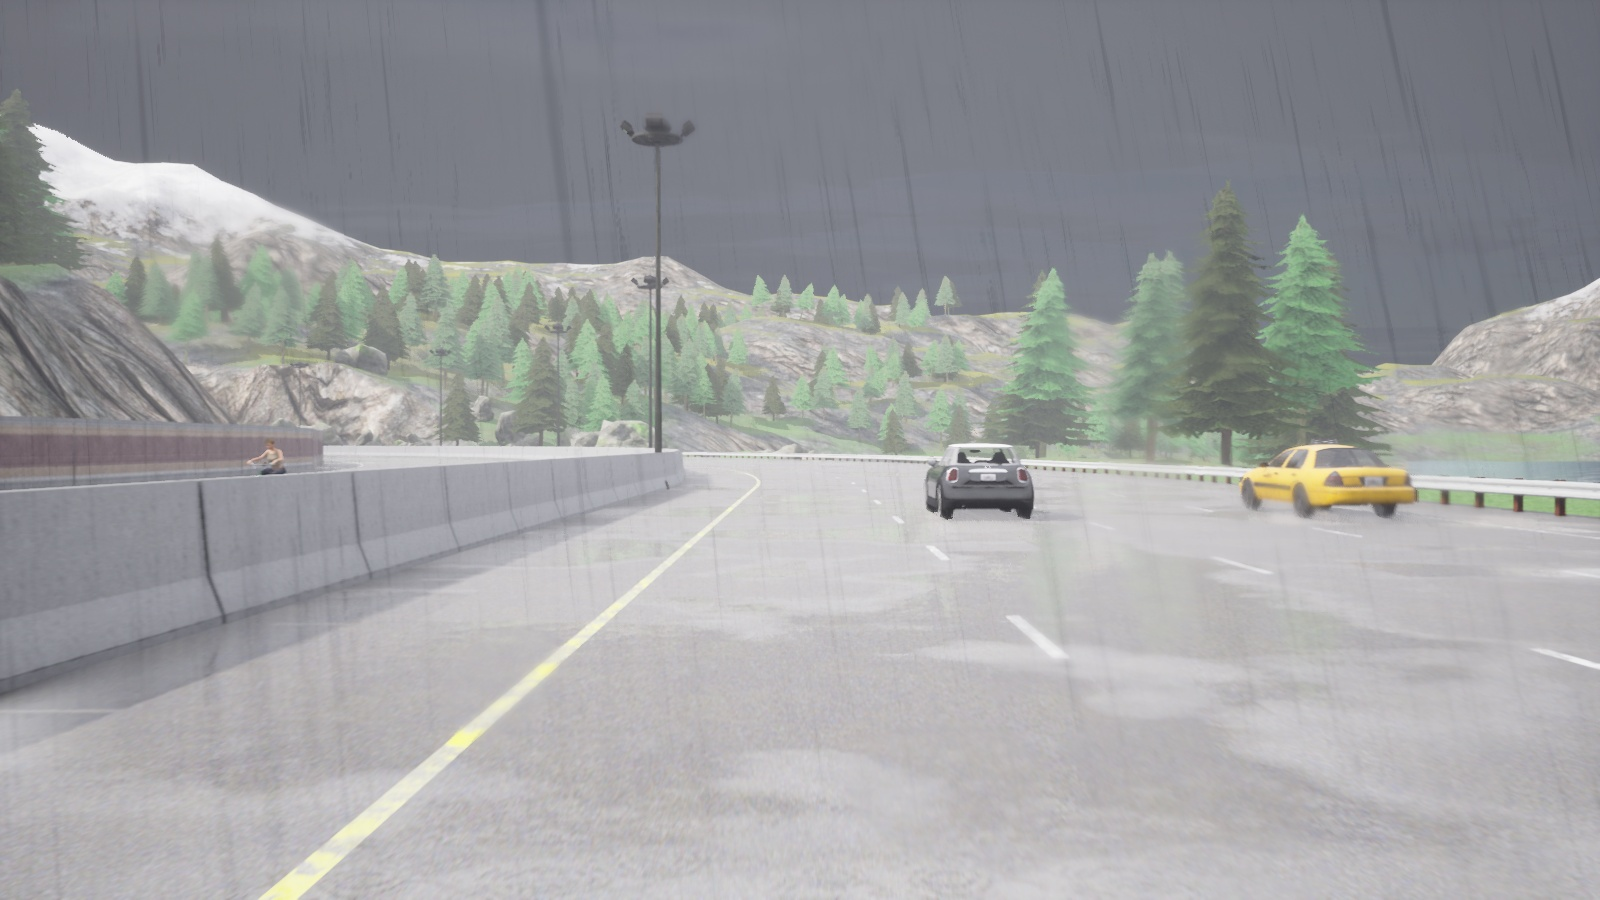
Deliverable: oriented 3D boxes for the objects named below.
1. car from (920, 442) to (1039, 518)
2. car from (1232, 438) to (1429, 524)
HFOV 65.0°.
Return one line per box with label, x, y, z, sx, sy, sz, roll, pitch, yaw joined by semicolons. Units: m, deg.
car;3.667;0.567;26.259;1.970;1.475;3.806;0;0;0
car;10.664;0.549;25.746;1.801;1.575;5.366;0;0;0
